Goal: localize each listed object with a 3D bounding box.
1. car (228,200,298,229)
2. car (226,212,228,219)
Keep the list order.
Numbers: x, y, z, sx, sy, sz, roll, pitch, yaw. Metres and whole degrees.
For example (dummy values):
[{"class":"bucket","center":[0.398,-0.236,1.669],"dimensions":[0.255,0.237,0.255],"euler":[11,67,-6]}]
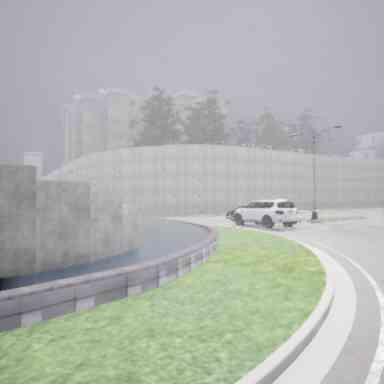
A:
[{"class":"car","center":[5.413,1.605,25.092],"dimensions":[2.150,2.045,5.566],"euler":[1,-1,-30]},{"class":"car","center":[5.284,1.987,30.884],"dimensions":[1.837,1.490,4.892],"euler":[2,-2,-39]}]
